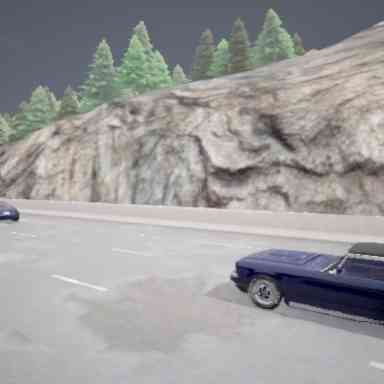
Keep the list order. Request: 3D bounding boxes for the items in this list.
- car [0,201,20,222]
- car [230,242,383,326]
[{"bbox_3d":[-13.267,1.279,22.059,4.181,1.385,1.994,1,0,35],"label":"car"},{"bbox_3d":[3.111,1.591,6.029,4.718,1.301,1.895,1,0,36],"label":"car"}]
